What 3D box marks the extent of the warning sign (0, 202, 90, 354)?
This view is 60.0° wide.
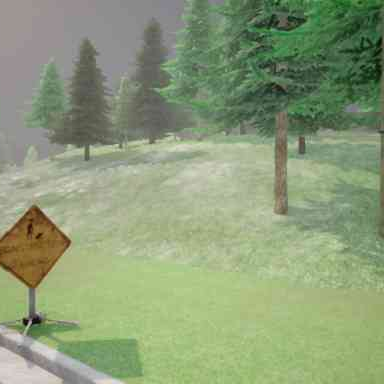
[{"bbox_3d":[-2.421,1.115,5.043,1.060,1.860,1.300,0,0,36],"label":"warning sign"}]
